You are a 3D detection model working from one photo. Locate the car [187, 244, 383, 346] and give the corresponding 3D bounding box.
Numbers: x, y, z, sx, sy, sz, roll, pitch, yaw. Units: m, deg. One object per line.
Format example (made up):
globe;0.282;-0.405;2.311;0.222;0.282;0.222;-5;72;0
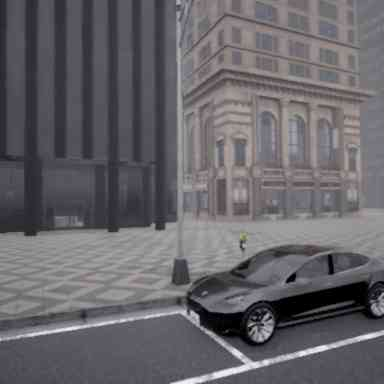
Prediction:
car;2.024;1.747;6.511;4.313;1.339;1.947;0;-2;-25
